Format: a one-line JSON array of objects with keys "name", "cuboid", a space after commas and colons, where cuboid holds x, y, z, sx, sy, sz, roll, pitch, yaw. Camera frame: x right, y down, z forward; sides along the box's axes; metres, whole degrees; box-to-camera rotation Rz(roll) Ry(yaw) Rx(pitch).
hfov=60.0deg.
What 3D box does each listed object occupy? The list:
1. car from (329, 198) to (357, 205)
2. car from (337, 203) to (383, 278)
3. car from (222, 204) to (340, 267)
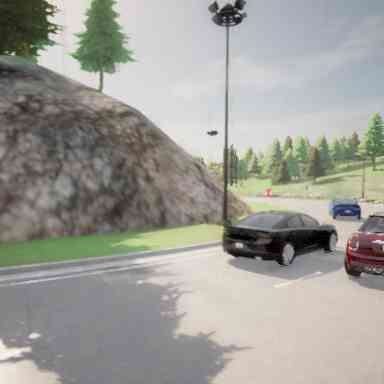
[{"name": "car", "cuboid": [11.838, 1.214, 25.954, 1.882, 1.535, 5.008, 1, 1, 18]}, {"name": "car", "cuboid": [5.881, 1.277, 8.987, 2.097, 1.767, 4.553, 1, 1, 43]}, {"name": "car", "cuboid": [3.117, 1.339, 11.125, 5.008, 1.535, 1.882, -1, 2, -44]}]
